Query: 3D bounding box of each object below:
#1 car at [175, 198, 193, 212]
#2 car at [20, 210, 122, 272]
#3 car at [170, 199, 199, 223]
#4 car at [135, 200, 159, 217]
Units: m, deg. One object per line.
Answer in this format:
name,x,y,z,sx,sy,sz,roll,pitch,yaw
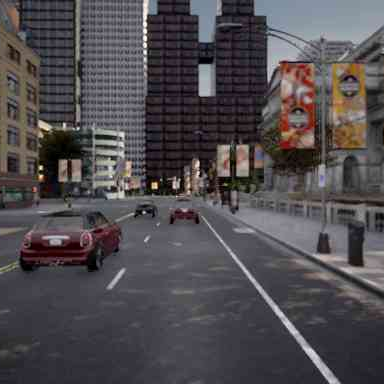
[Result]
car,-1.008,1.556,41.246,2.033,1.411,5.357,0,0,-2
car,-3.708,1.370,11.054,2.097,1.767,4.553,0,0,-1
car,-0.582,1.358,25.655,2.097,1.767,4.553,0,0,-2
car,-4.239,1.527,31.440,1.837,1.490,4.892,0,0,-2
